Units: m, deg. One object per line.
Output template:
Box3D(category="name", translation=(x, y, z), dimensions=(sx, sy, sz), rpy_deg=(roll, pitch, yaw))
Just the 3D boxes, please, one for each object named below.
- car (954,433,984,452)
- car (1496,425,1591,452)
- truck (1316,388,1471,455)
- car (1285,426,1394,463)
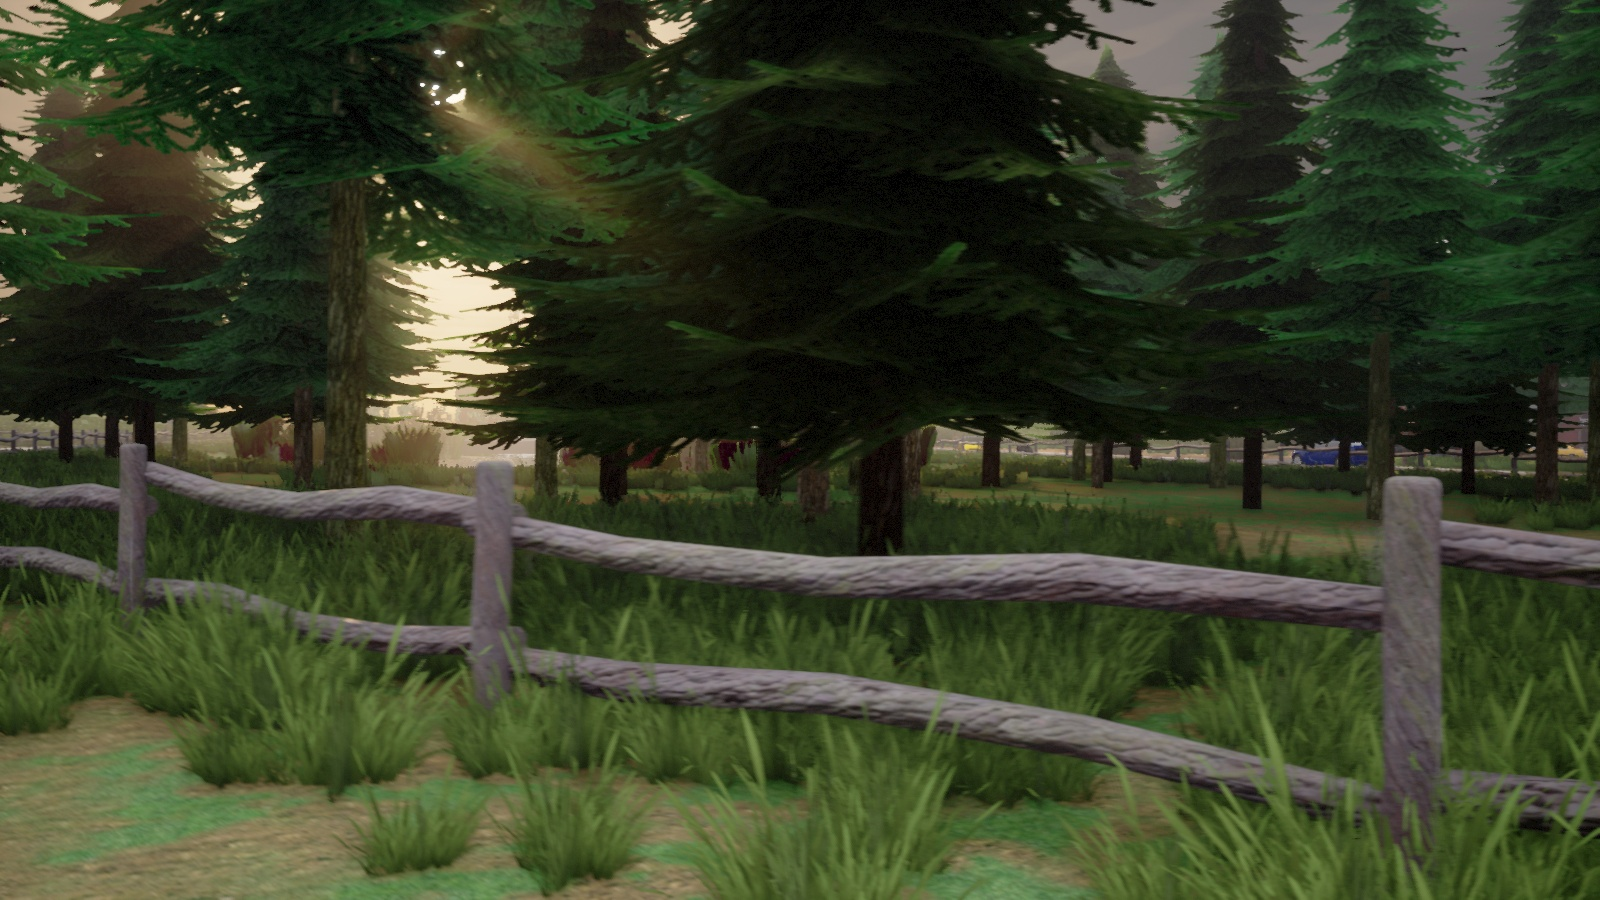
Box3D(category="car", translation=(12.355, -0.550, 91.942), dimensions=(1.481, 1.376, 2.207), rpy_deg=(-1, 0, -13))
Box3D(category="car", translation=(45.899, -0.733, 77.534), dimensions=(5.366, 1.575, 1.801), rpy_deg=(-1, 1, -16))
Box3D(category="truck", translation=(35.214, -1.704, 74.535), dimensions=(8.468, 3.827, 2.891), rpy_deg=(-1, 1, -16))
Box3D(category="car", translation=(24.072, -0.265, 56.284), dimensions=(1.882, 1.535, 5.008), rpy_deg=(-1, 1, -13))
